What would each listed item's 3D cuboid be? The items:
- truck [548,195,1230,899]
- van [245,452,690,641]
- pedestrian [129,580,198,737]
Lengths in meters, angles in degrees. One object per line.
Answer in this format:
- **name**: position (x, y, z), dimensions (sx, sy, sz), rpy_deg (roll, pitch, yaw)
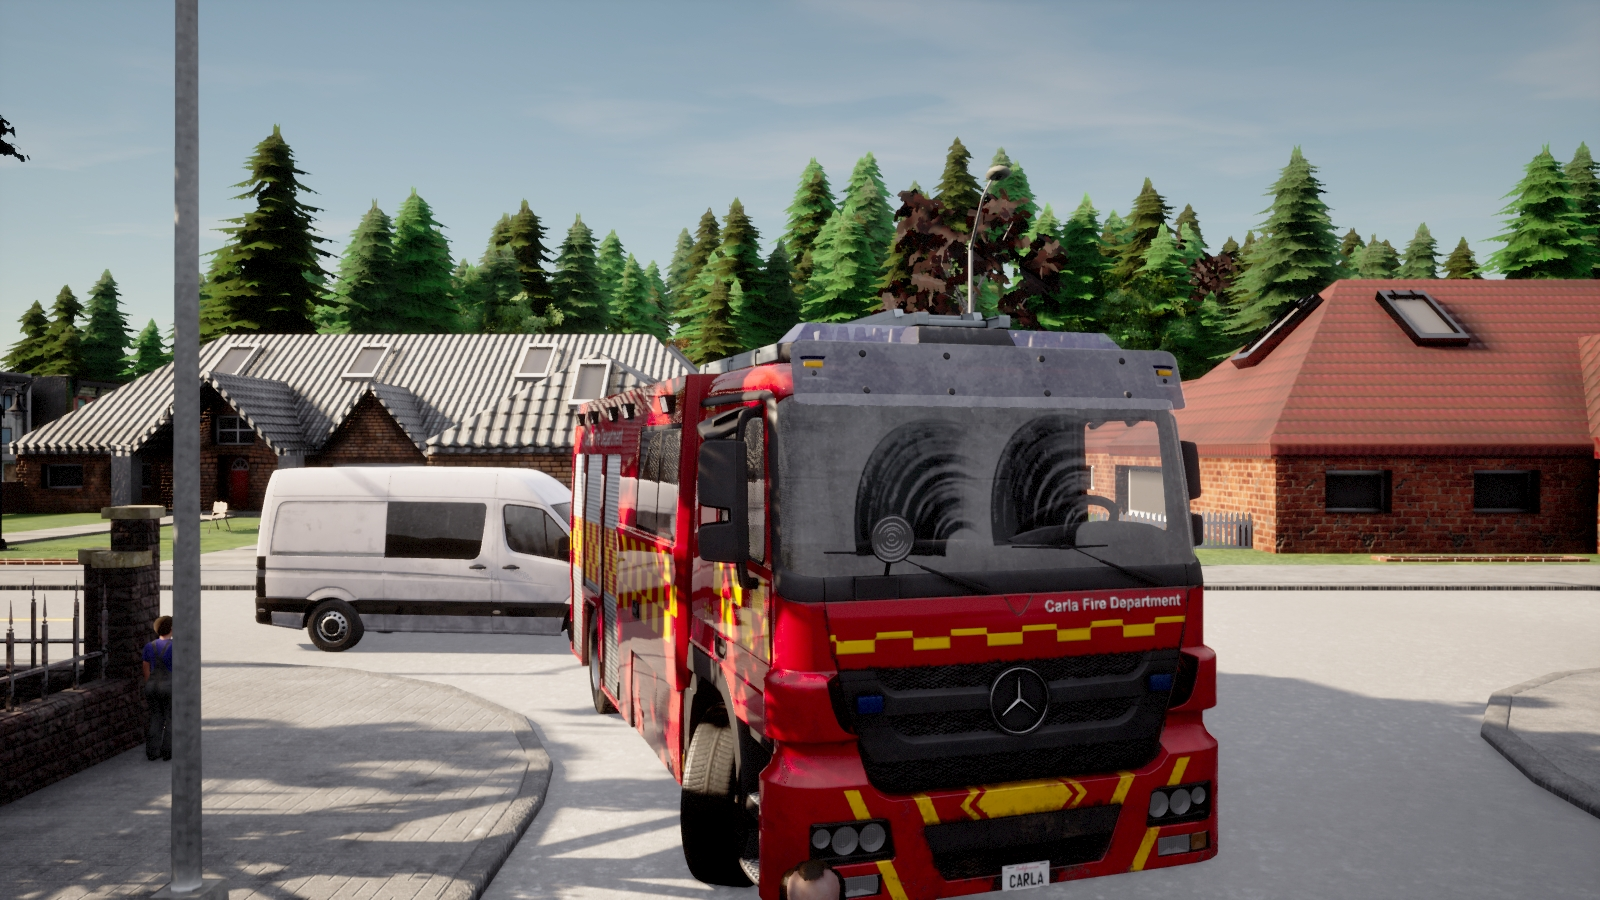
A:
- **truck**: position (-0.279, 0.670, 10.050), dimensions (2.891, 3.827, 8.468), rpy_deg (0, 0, -19)
- **van**: position (-4.701, 1.314, 16.673), dimensions (5.915, 2.561, 1.988), rpy_deg (0, 0, 4)
- **pedestrian**: position (-5.561, 1.806, 9.983), dimensions (0.375, 1.300, 0.375), rpy_deg (0, 0, 9)
